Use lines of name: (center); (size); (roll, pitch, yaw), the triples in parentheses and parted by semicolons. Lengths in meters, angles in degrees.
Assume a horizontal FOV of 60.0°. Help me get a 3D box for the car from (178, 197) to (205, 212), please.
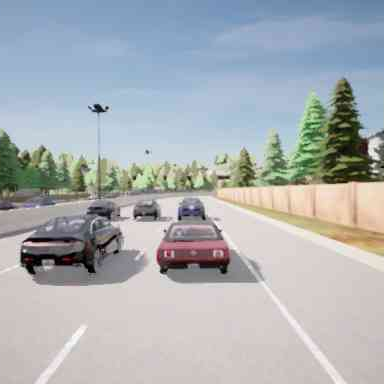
car: (-0.053, 1.209, 26.643); (2.097, 1.767, 4.553); (0, 0, 0)

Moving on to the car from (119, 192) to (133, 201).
car: (-14.355, 0.954, 72.776); (2.097, 1.767, 4.553); (0, 0, 0)

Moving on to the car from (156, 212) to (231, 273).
car: (0.030, 1.544, 10.442); (1.895, 1.301, 4.718); (0, 0, 0)

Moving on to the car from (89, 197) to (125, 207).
car: (-7.051, 1.420, 26.880); (1.837, 1.490, 4.892); (0, 0, 0)

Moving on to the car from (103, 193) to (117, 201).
car: (-17.854, 1.107, 72.731); (1.882, 1.535, 5.008); (0, 0, 0)

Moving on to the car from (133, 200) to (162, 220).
car: (-3.552, 1.376, 26.869); (2.128, 1.511, 4.902); (0, 0, 0)

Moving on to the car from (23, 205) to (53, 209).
car: (-14.258, 1.308, 30.529); (2.097, 1.767, 4.553); (0, 0, 0)

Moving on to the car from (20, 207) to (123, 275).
car: (-3.469, 1.465, 10.411); (2.128, 1.511, 4.902); (0, 0, 0)

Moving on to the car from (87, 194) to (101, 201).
car: (-21.353, 1.183, 72.715); (1.812, 1.442, 4.674); (0, 0, 0)
